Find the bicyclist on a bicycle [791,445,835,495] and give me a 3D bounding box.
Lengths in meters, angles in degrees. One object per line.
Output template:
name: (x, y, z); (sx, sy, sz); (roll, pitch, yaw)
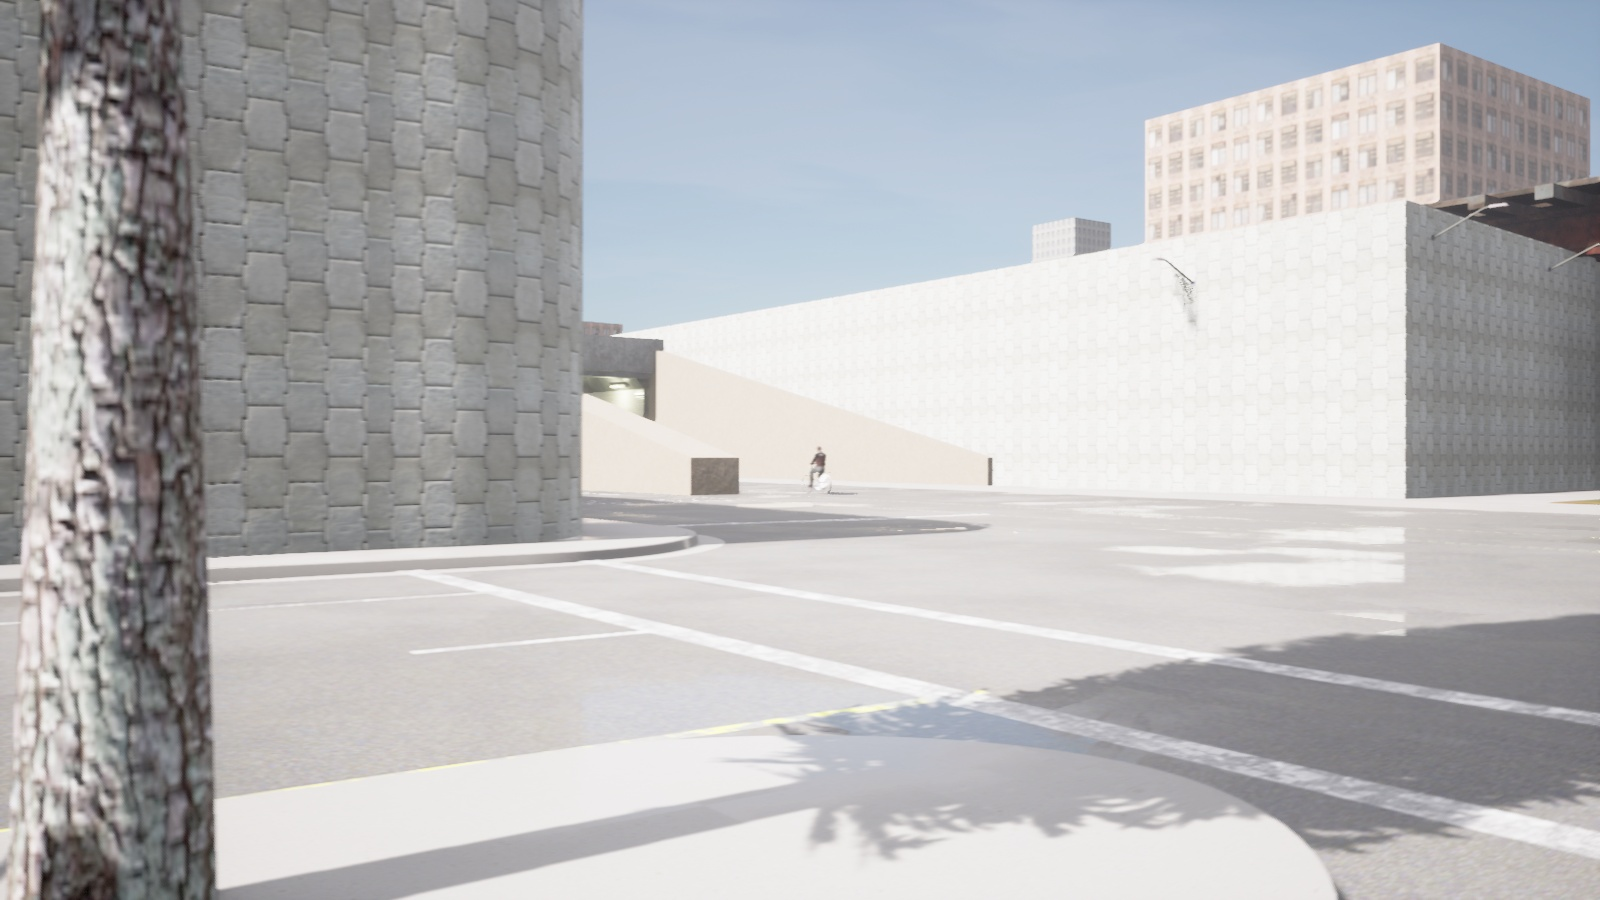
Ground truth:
bicyclist on a bicycle: (0.468, 0.726, 45.539); (0.659, 1.776, 1.843); (0, 0, -34)
